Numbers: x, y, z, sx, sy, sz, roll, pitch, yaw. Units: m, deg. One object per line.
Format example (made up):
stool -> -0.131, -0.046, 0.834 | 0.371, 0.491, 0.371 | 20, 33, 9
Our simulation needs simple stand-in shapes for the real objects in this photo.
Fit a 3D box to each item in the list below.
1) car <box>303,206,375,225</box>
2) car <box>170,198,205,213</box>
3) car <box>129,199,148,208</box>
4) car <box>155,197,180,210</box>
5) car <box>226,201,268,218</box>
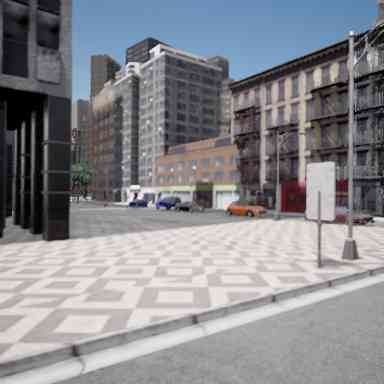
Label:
car -> 11.496, 1.853, 26.452 | 2.033, 1.411, 5.357 | 1, -1, -33
car -> -0.323, 1.929, 42.579 | 2.128, 1.511, 4.902 | 1, -1, -36
car -> -9.885, 2.045, 60.869 | 1.882, 1.535, 5.008 | 1, -1, -36
car -> -3.668, 1.752, 52.468 | 2.150, 2.045, 5.566 | 1, -1, -36
car -> 5.665, 1.726, 34.386 | 2.097, 1.767, 4.553 | 1, -1, -36
